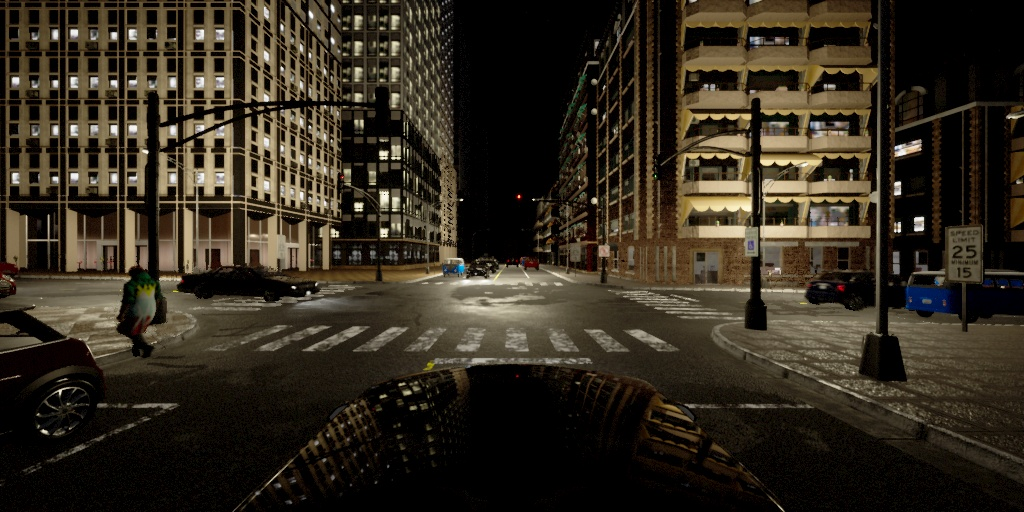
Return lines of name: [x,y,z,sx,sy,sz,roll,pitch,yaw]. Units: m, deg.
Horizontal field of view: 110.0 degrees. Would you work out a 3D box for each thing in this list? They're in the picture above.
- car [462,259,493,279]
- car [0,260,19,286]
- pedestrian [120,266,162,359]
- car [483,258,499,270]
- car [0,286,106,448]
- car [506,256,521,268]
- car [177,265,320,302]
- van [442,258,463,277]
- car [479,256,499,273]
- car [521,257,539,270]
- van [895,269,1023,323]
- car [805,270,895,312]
car: [-3.057,1.260,32.771,1.837,1.490,4.892,0,0,0]
car: [-21.133,0.818,13.125,4.097,1.591,1.967,0,0,0]
pedestrian: [-7.301,1.043,7.077,0.375,1.860,0.375,0,0,0]
car: [-3.029,1.118,53.209,2.097,1.767,4.553,0,0,0]
car: [-5.689,1.190,2.338,1.967,1.591,4.097,0,0,0]
car: [0.080,0.994,63.915,2.150,2.045,5.566,0,0,0]
car: [-11.166,1.114,15.311,5.357,1.411,2.033,1,0,6]
van: [-5.649,1.097,34.812,1.690,1.789,3.998,0,0,0]
car: [-3.043,0.981,42.893,2.150,2.045,5.566,0,0,1]
car: [2.752,1.079,51.456,2.192,1.841,5.009,0,0,0]
van: [16.926,1.453,13.027,3.998,1.789,1.690,0,0,0]
car: [15.773,1.437,15.751,4.553,1.767,2.097,1,0,0]
